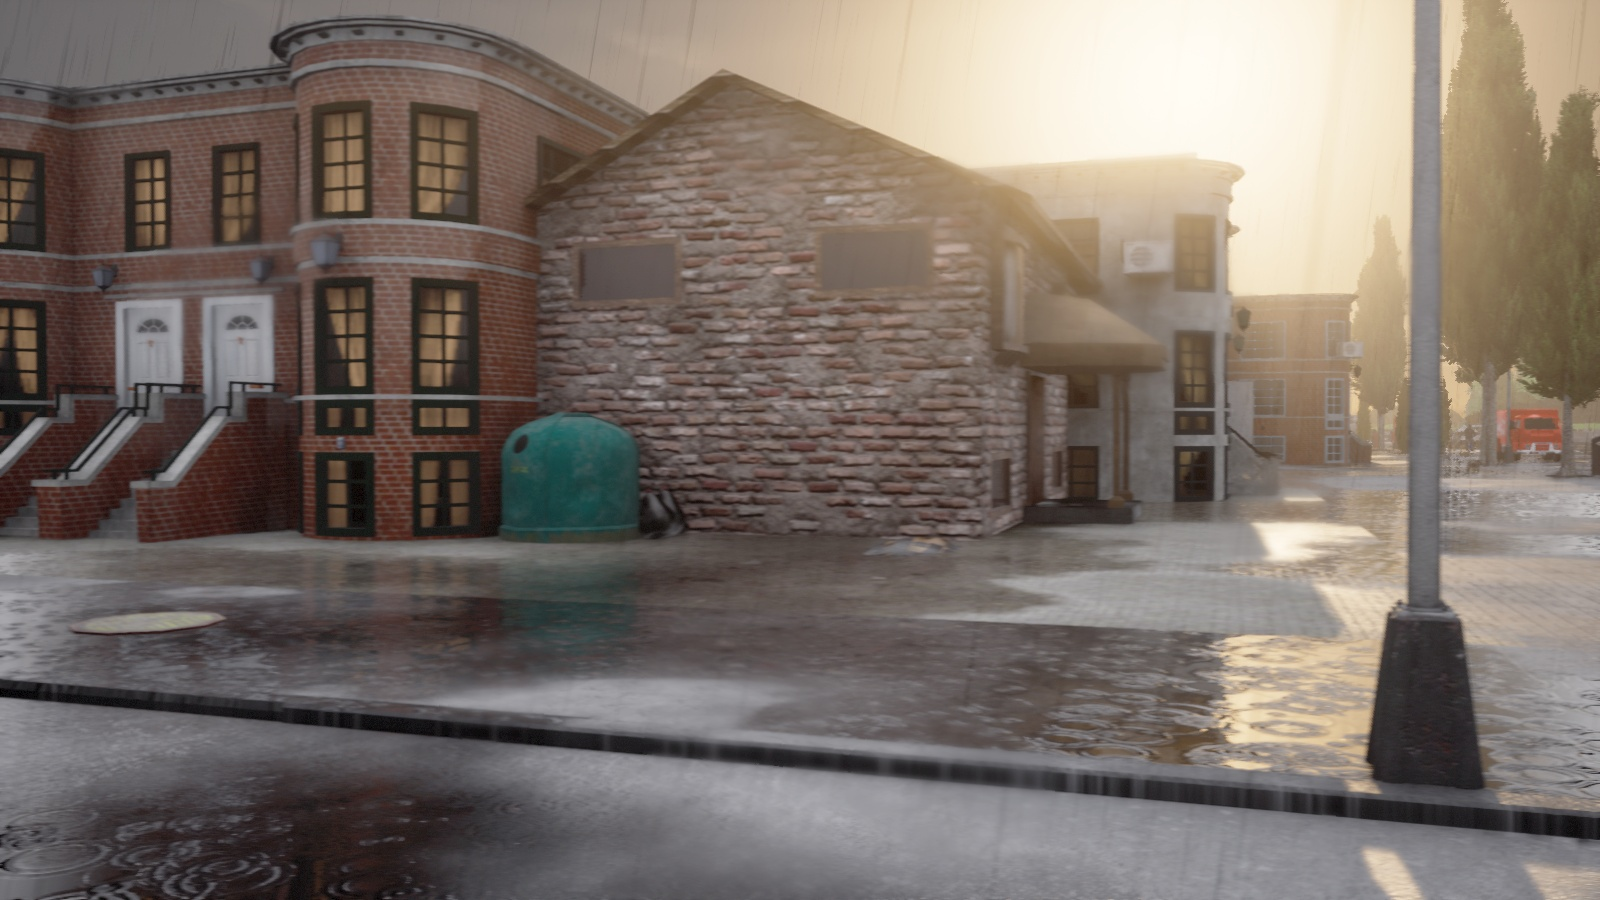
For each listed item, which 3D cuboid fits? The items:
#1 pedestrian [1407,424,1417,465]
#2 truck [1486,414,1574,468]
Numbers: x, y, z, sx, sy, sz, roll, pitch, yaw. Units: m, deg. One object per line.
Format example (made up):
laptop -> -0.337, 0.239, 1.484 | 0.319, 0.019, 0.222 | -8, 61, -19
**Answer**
pedestrian -> 27.257, -0.251, 55.951 | 0.331, 1.846, 0.634 | 1, 1, 31
truck -> 34.678, -0.466, 59.834 | 2.627, 2.467, 5.204 | 1, 1, 19
